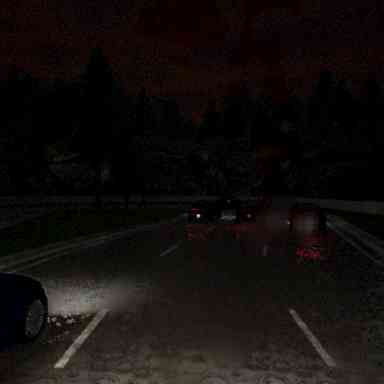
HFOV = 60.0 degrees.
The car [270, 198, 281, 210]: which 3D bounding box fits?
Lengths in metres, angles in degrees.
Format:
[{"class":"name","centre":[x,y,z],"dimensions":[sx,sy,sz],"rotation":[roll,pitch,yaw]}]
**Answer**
[{"class":"car","centre":[8.594,1.408,39.012],"dimensions":[1.994,1.385,4.181],"rotation":[0,0,-18]}]

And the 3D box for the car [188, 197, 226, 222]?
[{"class":"car","centre":[1.085,1.399,25.485],"dimensions":[1.837,1.490,4.892],"rotation":[0,0,15]}]

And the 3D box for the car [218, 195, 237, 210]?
[{"class":"car","centre":[3.936,1.185,40.679],"dimensions":[2.097,1.767,4.553],"rotation":[0,0,-29]}]

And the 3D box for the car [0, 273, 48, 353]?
[{"class":"car","centre":[-3.277,1.508,3.423],"dimensions":[1.812,1.442,4.674],"rotation":[0,0,2]}]

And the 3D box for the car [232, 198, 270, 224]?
[{"class":"car","centre":[4.352,1.380,24.089],"dimensions":[1.882,1.535,5.008],"rotation":[0,0,15]}]

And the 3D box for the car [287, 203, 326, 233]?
[{"class":"car","centre":[6.621,1.429,19.315],"dimensions":[1.837,1.490,4.892],"rotation":[0,0,16]}]
